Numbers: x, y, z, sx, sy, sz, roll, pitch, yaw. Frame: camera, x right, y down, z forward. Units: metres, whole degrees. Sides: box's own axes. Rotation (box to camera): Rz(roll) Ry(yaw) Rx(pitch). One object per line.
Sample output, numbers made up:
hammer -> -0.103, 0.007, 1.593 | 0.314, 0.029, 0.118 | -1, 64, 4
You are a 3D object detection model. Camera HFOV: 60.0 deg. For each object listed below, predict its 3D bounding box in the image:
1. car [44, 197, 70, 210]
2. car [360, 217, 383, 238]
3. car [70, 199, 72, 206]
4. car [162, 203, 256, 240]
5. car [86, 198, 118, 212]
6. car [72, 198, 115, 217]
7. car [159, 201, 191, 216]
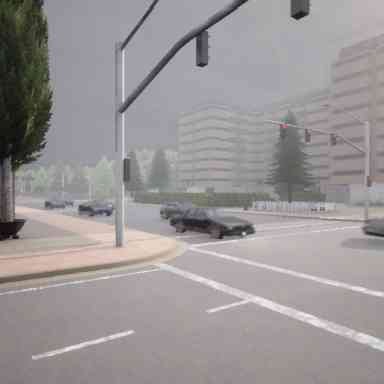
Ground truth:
car -> -17.894, 1.506, 43.430 | 1.837, 1.490, 4.892 | 0, 0, -36
car -> 10.429, 1.548, 14.619 | 5.357, 1.411, 2.033 | 0, 0, 20
car -> -20.303, 1.520, 52.875 | 1.882, 1.535, 5.008 | 0, 0, -36
car -> 0.840, 1.547, 17.493 | 2.033, 1.411, 5.357 | 0, 0, -36
car -> -10.752, 1.493, 39.483 | 2.128, 1.511, 4.902 | 0, 0, -36
car -> -9.259, 1.548, 31.423 | 2.033, 1.411, 5.357 | 0, 0, -36
car -> -0.684, 1.492, 25.528 | 2.128, 1.511, 4.902 | 0, 0, -36
